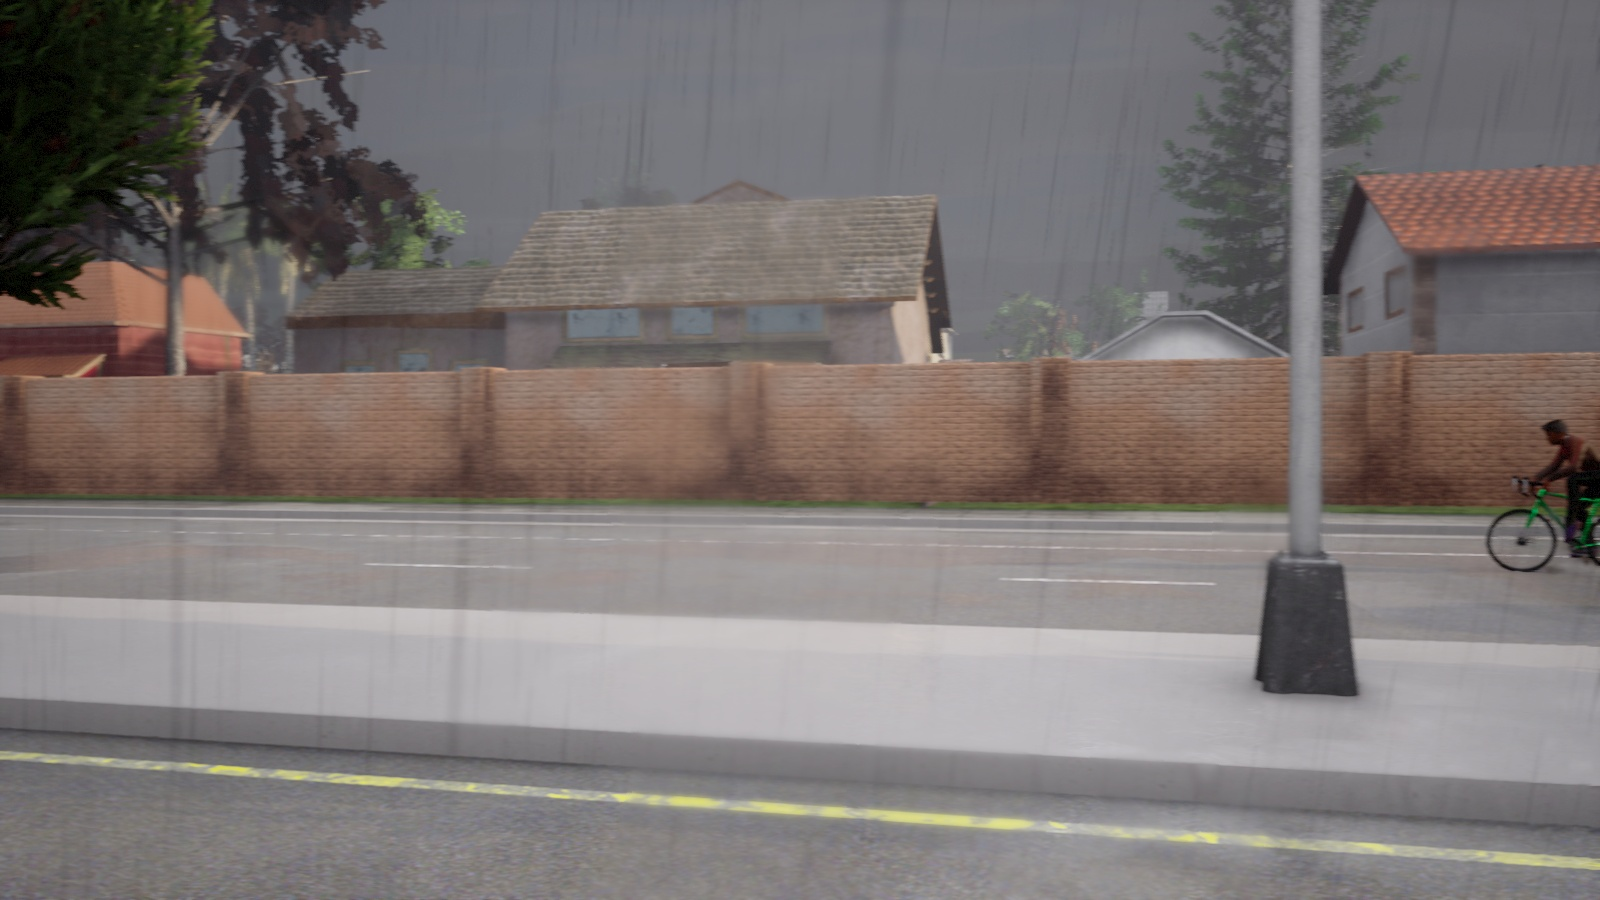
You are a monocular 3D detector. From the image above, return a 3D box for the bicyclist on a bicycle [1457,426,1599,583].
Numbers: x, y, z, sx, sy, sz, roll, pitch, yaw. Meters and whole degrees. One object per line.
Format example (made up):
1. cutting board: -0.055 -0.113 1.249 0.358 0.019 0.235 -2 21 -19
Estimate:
1. bicyclist on a bicycle: 7.933 0.556 13.265 1.656 1.620 0.582 0 1 13
